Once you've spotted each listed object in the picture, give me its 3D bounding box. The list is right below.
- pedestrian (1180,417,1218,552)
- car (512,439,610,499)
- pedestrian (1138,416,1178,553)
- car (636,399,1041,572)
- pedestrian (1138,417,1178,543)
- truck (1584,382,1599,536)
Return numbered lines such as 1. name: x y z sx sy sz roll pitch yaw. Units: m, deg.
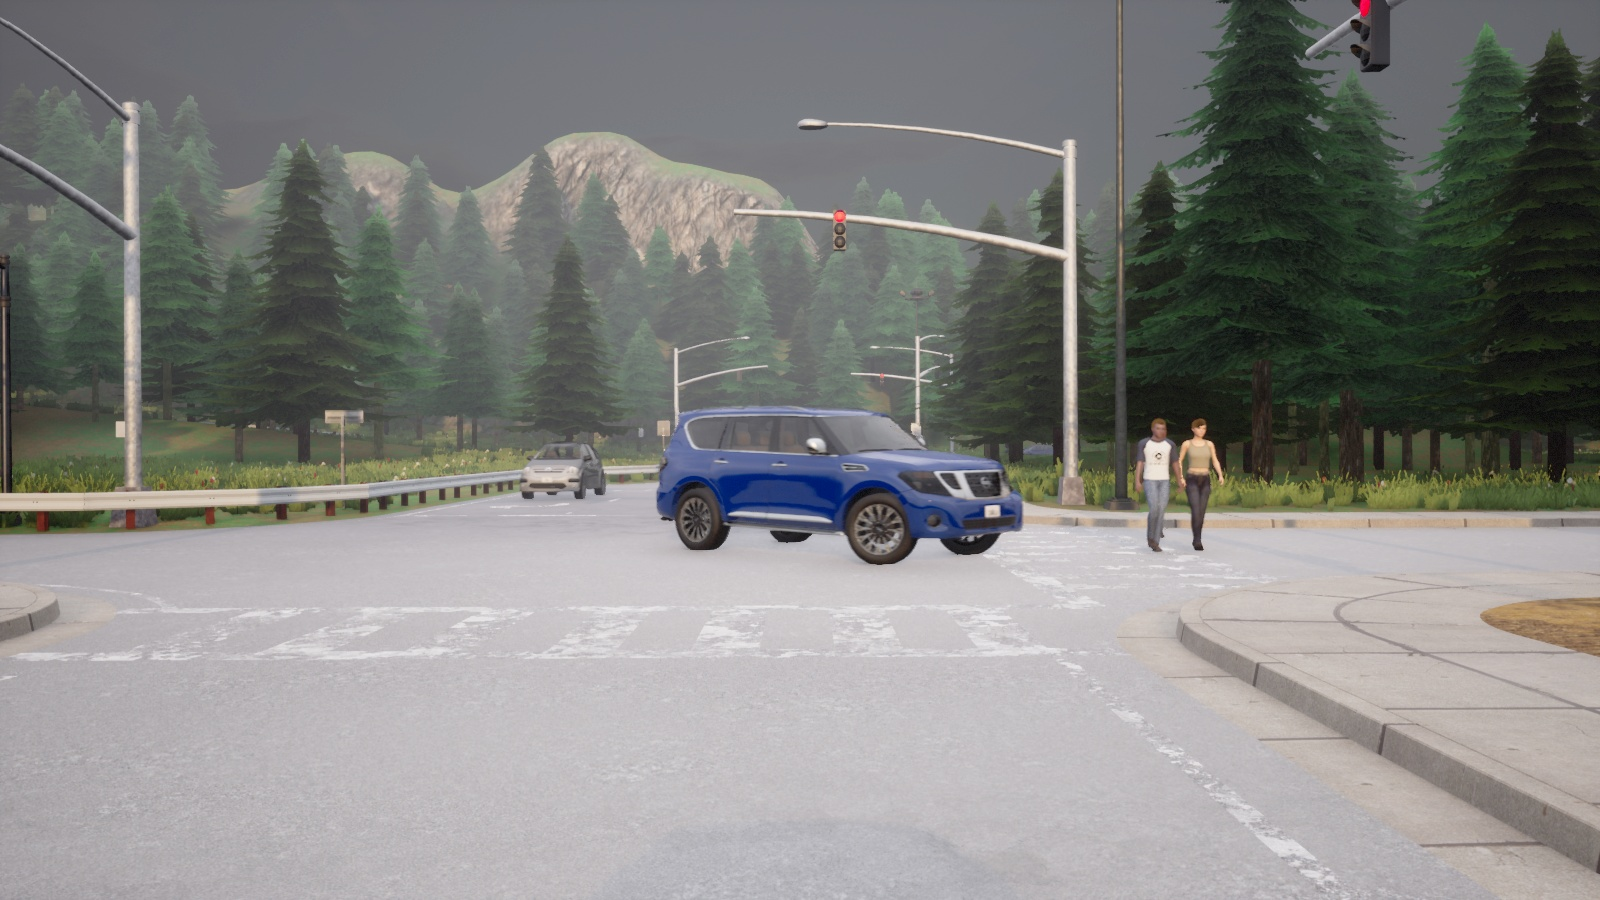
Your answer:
1. pedestrian: 5.518 0.469 17.385 0.345 1.836 0.594 0 0 1
2. car: -6.760 0.501 35.920 1.851 1.617 3.988 0 0 3
3. pedestrian: 4.896 0.459 17.186 0.354 1.836 0.706 0 0 2
4. car: 0.355 0.396 17.460 5.566 2.045 2.150 0 1 43
5. pedestrian: 5.635 0.457 19.770 0.423 1.949 0.788 0 0 2
6. truck: 15.398 0.143 19.161 5.204 2.467 2.627 0 0 1
